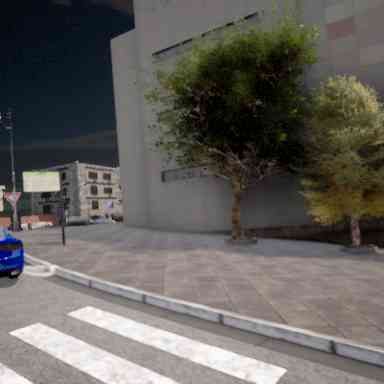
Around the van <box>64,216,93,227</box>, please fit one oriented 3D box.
[{"bbox_3d":[-19.005,5.072,54.396,4.442,1.987,1.878,-7,-7,25],"label":"van"}]

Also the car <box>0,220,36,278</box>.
[{"bbox_3d":[-6.328,1.467,9.163,5.008,1.535,1.882,1,2,44],"label":"car"}]

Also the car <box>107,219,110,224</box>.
[{"bbox_3d":[-16.505,5.605,59.343,4.553,1.767,2.185,-7,-8,25],"label":"car"}]

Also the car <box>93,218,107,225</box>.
[{"bbox_3d":[-17.713,5.499,56.828,5.008,1.535,2.097,-7,-7,25],"label":"car"}]

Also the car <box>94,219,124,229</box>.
[{"bbox_3d":[-15.455,6.000,62.049,5.366,1.575,1.946,-7,-8,25],"label":"car"}]

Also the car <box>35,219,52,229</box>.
[{"bbox_3d":[-18.328,3.794,37.949,1.895,1.301,4.718,-7,-5,23],"label":"car"}]

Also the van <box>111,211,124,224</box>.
[{"bbox_3d":[-8.724,3.535,46.901,4.442,1.987,1.878,-7,-7,25],"label":"van"}]
